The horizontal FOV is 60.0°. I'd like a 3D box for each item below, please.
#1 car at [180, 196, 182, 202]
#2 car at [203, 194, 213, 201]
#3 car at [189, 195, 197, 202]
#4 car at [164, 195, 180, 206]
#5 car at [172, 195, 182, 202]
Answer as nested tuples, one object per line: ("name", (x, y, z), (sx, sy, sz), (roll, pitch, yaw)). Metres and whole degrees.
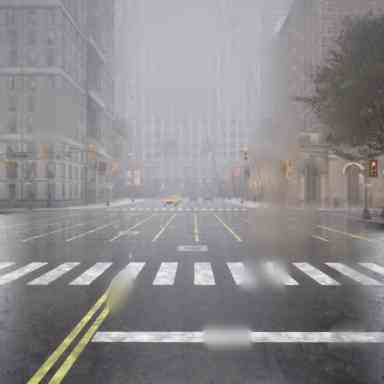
("car", (-3.464, 1.478, 64.819), (1.882, 1.535, 5.008), (0, 0, 1))
("car", (3.736, 1.280, 78.489), (2.097, 1.767, 4.553), (0, 0, 1))
("car", (0.236, 1.449, 78.556), (2.128, 1.511, 4.902), (0, 0, 1))
("car", (-3.546, 1.478, 55.510), (1.882, 1.535, 5.008), (0, 0, 0))
("car", (-3.303, 1.478, 75.044), (1.882, 1.535, 5.008), (0, 0, 1))
